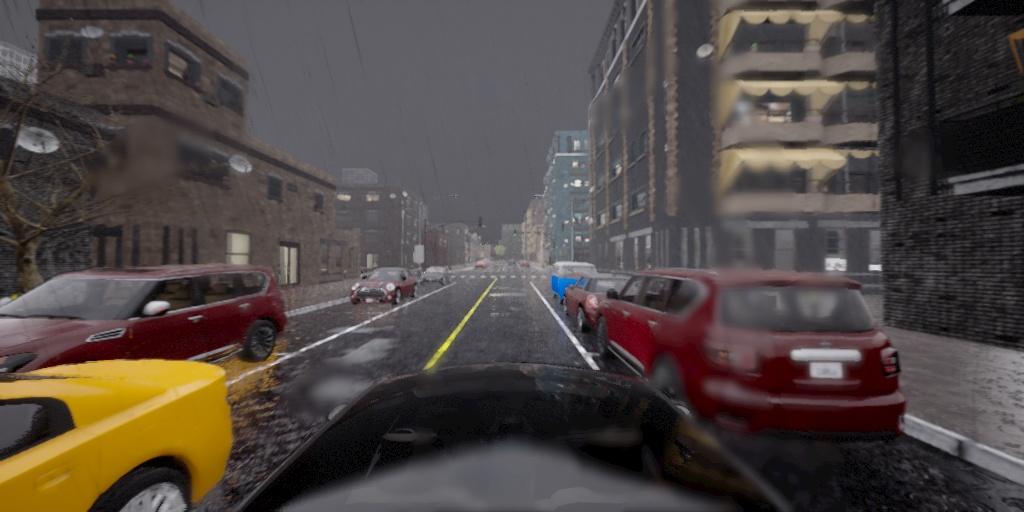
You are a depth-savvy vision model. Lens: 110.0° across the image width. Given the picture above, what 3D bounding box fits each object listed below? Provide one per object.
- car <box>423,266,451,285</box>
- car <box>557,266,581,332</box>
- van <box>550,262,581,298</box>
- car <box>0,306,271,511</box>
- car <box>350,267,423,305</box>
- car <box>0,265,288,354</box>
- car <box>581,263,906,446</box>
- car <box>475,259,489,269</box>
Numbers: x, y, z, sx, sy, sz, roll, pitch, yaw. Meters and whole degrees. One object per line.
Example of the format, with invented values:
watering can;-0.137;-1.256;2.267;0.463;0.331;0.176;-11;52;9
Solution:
car;-5.680;1.429;27.106;2.007;1.370;4.403;0;0;0
car;2.695;1.236;10.874;1.967;1.591;4.097;0;0;0
van;2.697;1.164;16.281;1.690;1.789;3.998;0;0;0
car;-3.099;1.222;0.667;1.882;1.535;5.008;0;0;0
car;-5.683;1.264;16.292;1.967;1.591;4.097;0;0;0
car;-5.688;1.084;5.477;2.192;1.841;5.009;0;0;0
car;2.693;1.084;5.467;2.192;1.841;5.009;0;0;0
car;-5.742;1.613;65.061;1.888;1.381;4.507;0;0;0
